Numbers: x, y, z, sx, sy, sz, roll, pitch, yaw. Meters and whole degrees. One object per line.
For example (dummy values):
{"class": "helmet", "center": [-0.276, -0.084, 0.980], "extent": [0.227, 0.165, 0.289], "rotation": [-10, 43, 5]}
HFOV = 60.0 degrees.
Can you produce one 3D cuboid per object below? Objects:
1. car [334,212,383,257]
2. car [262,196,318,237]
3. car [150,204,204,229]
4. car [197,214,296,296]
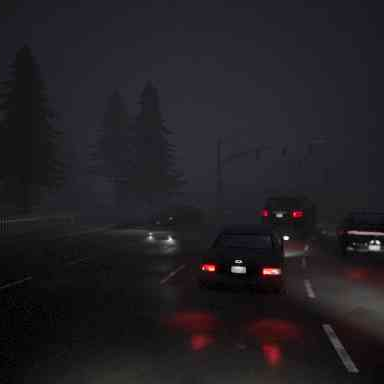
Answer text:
{"class": "car", "center": [6.500, 1.492, 12.467], "extent": [2.128, 1.511, 4.902], "rotation": [0, 0, 22]}
{"class": "car", "center": [5.477, 1.222, 18.307], "extent": [2.150, 2.045, 5.566], "rotation": [0, 0, 28]}
{"class": "car", "center": [-0.855, 1.566, 21.938], "extent": [1.812, 1.442, 4.674], "rotation": [0, 0, 30]}
{"class": "car", "center": [1.540, 1.548, 8.858], "extent": [2.033, 1.411, 5.357], "rotation": [0, 0, 15]}
